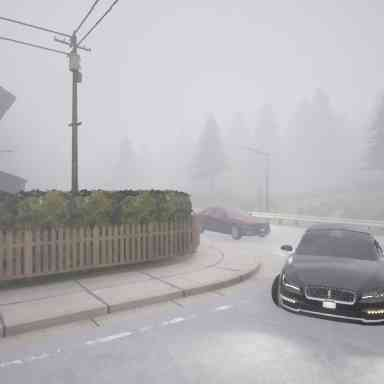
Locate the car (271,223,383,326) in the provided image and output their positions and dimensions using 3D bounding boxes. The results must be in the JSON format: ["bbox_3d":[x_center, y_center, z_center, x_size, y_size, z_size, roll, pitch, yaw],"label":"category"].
[{"bbox_3d":[3.215,1.505,7.339,1.837,1.490,4.892,0,0,27],"label":"car"}]

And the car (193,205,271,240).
[{"bbox_3d":[1.916,1.478,17.474,1.882,1.535,5.008,0,0,-33],"label":"car"}]
